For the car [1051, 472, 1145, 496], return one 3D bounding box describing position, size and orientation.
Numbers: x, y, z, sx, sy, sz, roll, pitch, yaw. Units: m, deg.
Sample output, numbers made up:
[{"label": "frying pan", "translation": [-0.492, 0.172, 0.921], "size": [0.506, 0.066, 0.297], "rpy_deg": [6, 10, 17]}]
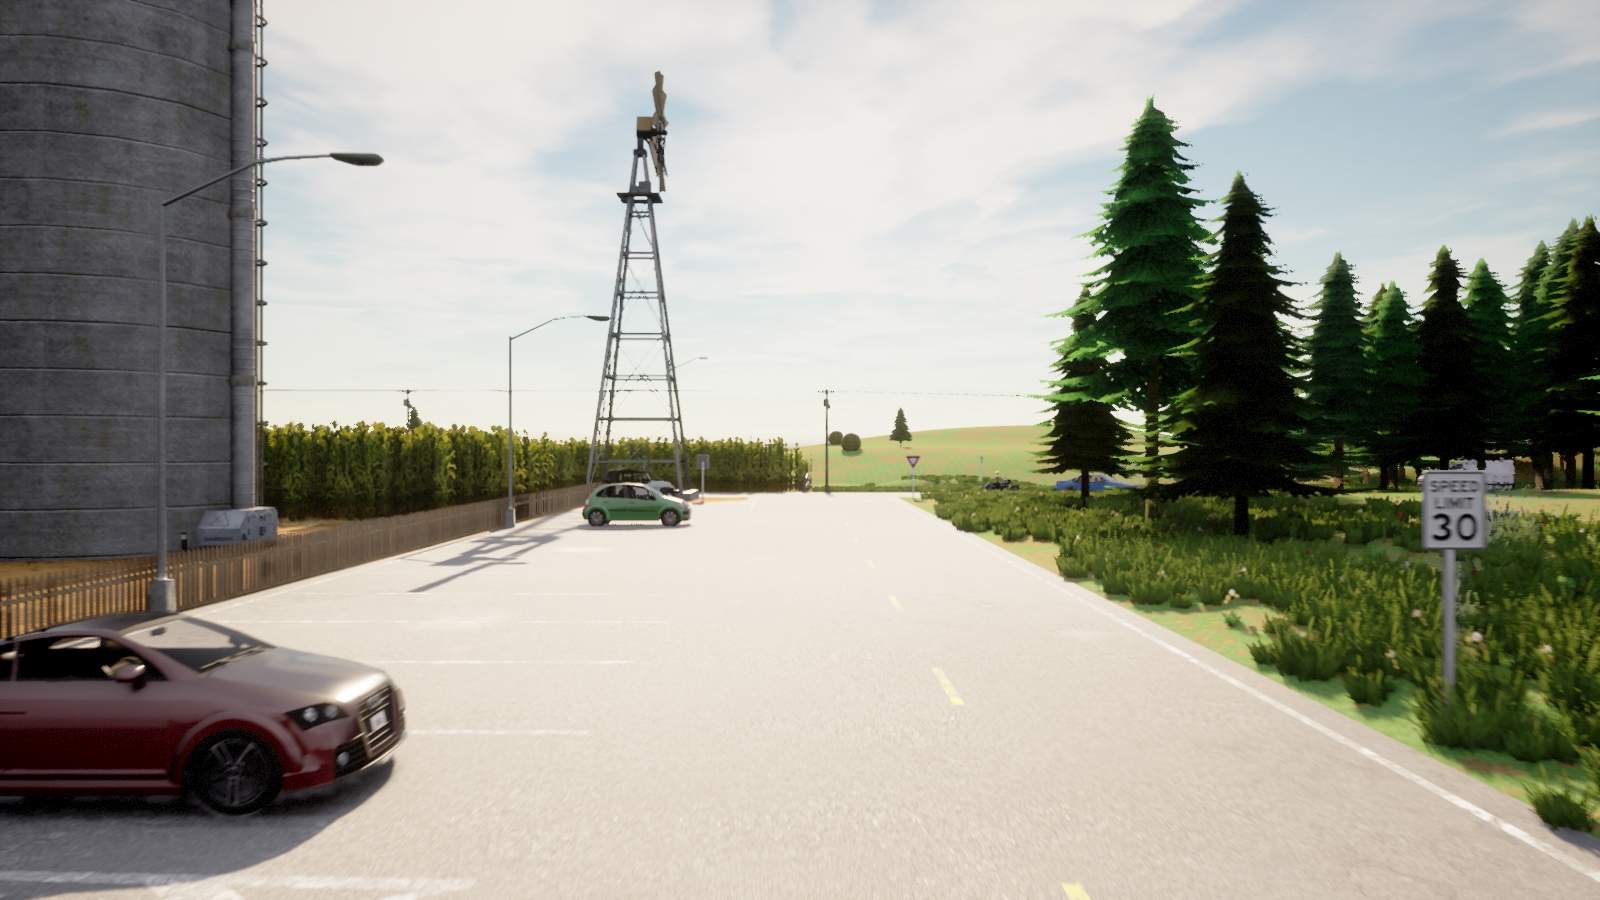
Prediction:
[{"label": "car", "translation": [18.832, 2.106, 72.297], "size": [5.357, 1.411, 2.033], "rpy_deg": [0, 0, 38]}]
